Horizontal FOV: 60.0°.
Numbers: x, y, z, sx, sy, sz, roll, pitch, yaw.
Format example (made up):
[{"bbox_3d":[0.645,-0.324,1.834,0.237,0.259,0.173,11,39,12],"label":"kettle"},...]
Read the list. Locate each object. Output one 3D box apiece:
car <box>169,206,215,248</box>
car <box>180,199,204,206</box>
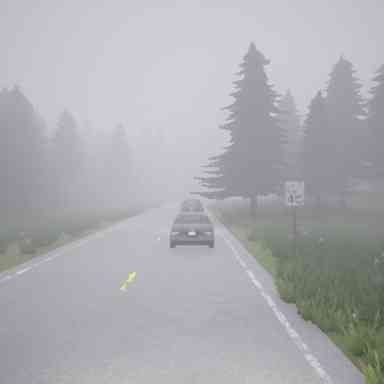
[{"bbox_3d":[0.000,1.563,14.650,2.033,1.411,5.357,0,0,0],"label":"car"},{"bbox_3d":[0.000,1.366,29.620,2.097,1.767,4.553,0,0,0],"label":"car"}]
